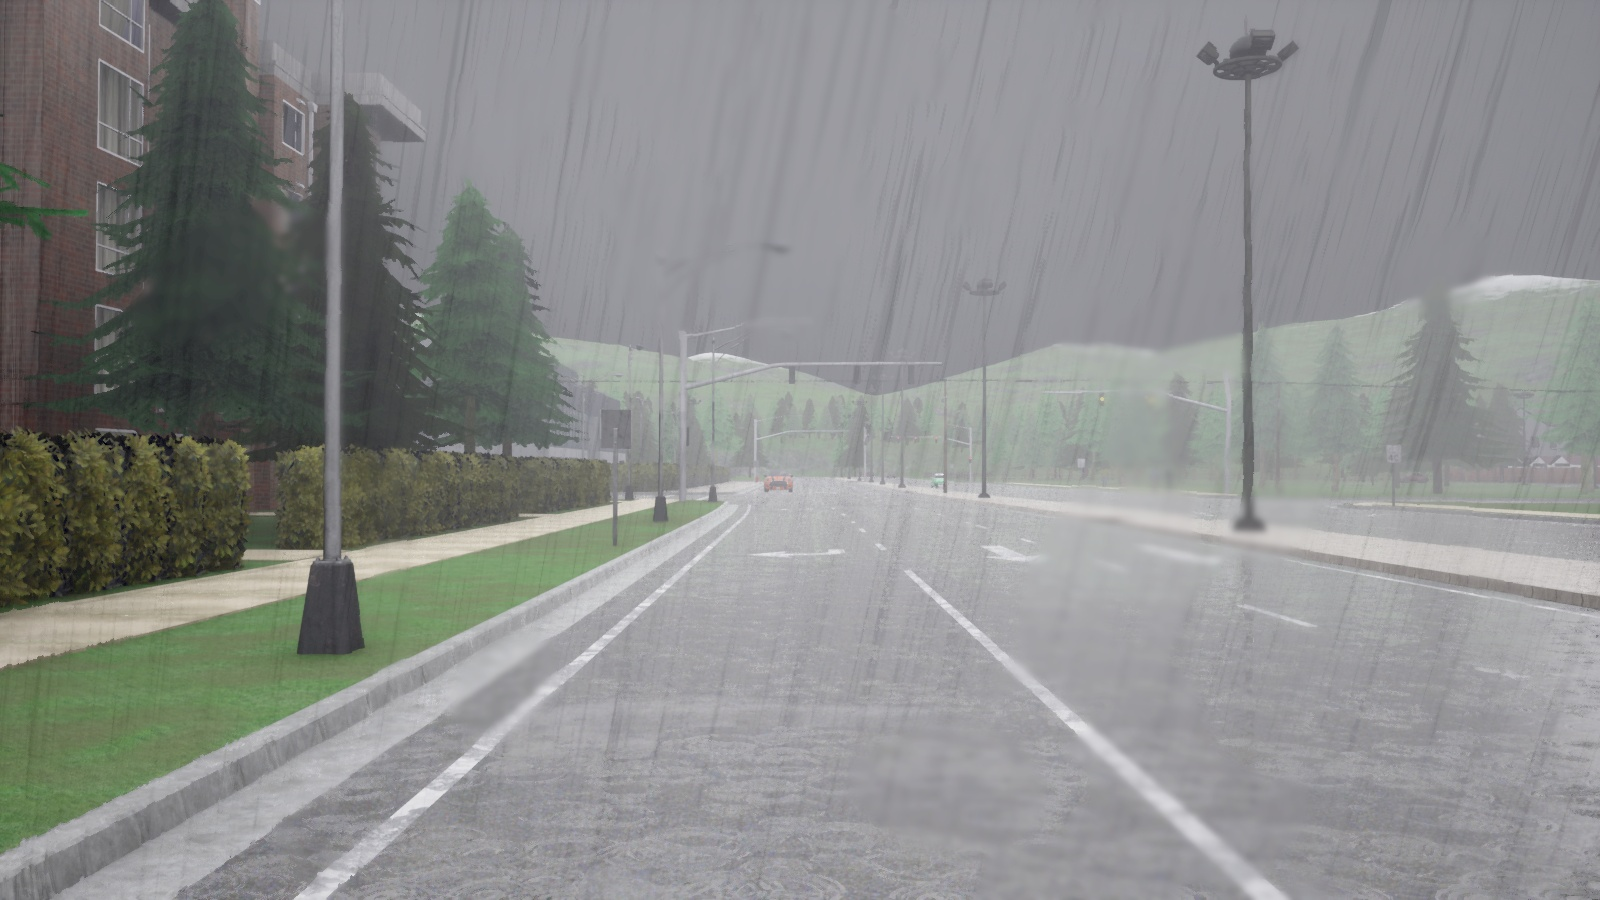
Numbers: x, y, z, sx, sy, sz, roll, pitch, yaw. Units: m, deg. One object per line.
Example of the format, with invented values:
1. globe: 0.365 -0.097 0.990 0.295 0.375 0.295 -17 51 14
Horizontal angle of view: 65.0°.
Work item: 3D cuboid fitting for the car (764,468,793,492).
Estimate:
1. car: -1.571 2.254 94.034 2.097 1.767 4.553 0 -1 0
